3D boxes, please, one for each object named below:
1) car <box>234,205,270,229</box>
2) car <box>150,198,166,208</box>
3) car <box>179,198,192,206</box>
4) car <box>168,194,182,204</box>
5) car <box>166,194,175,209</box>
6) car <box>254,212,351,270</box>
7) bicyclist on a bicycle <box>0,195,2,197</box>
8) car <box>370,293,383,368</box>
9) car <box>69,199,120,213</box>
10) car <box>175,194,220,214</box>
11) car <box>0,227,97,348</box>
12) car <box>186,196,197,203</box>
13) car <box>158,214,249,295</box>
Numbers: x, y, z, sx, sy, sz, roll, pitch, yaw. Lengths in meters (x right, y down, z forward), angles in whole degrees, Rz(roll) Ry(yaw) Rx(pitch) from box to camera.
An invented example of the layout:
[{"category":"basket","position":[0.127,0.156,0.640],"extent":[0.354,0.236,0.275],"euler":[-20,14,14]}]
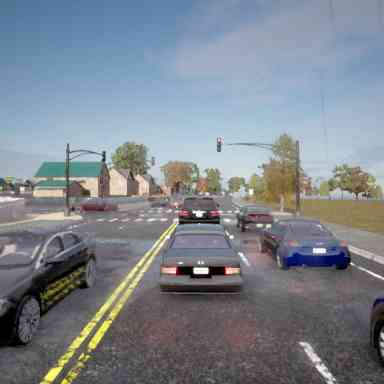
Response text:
[{"category":"car","position":[3.692,1.520,19.961],"extent":[1.837,1.490,4.892],"euler":[0,0,3]},{"category":"car","position":[-4.927,1.642,49.838],"extent":[1.994,1.385,4.181],"euler":[0,0,4]},{"category":"car","position":[-1.125,1.698,58.190],"extent":[1.895,1.301,4.718],"euler":[0,0,4]},{"category":"car","position":[-3.487,1.358,69.179],"extent":[2.150,2.045,5.566],"euler":[0,0,5]},{"category":"car","position":[-1.882,1.421,46.363],"extent":[2.097,1.767,4.553],"euler":[0,0,3]},{"category":"car","position":[3.502,1.570,11.069],"extent":[1.994,1.385,4.181],"euler":[0,0,1]},{"category":"bicyclist on a bicycle","position":[-23.940,1.036,41.330],"extent":[0.582,1.620,1.656],"euler":[1,-1,16]},{"category":"car","position":[3.385,1.353,2.548],"extent":[2.097,1.767,4.553],"euler":[0,0,0]},{"category":"car","position":[-10.486,1.482,35.438],"extent":[5.357,1.411,2.033],"euler":[3,-1,-29]},{"category":"car","position":[0.425,1.237,19.106],"extent":[2.150,2.045,5.566],"euler":[0,0,1]},{"category":"car","position":[-3.278,1.496,6.401],"extent":[2.128,1.511,4.902],"euler":[0,0,1]},{"category":"car","position":[-0.044,1.663,71.362],"extent":[1.812,1.442,4.674],"euler":[0,0,5]},{"category":"car","position":[0.206,1.553,8.859],"extent":[2.033,1.411,5.357],"euler":[0,0,1]}]
